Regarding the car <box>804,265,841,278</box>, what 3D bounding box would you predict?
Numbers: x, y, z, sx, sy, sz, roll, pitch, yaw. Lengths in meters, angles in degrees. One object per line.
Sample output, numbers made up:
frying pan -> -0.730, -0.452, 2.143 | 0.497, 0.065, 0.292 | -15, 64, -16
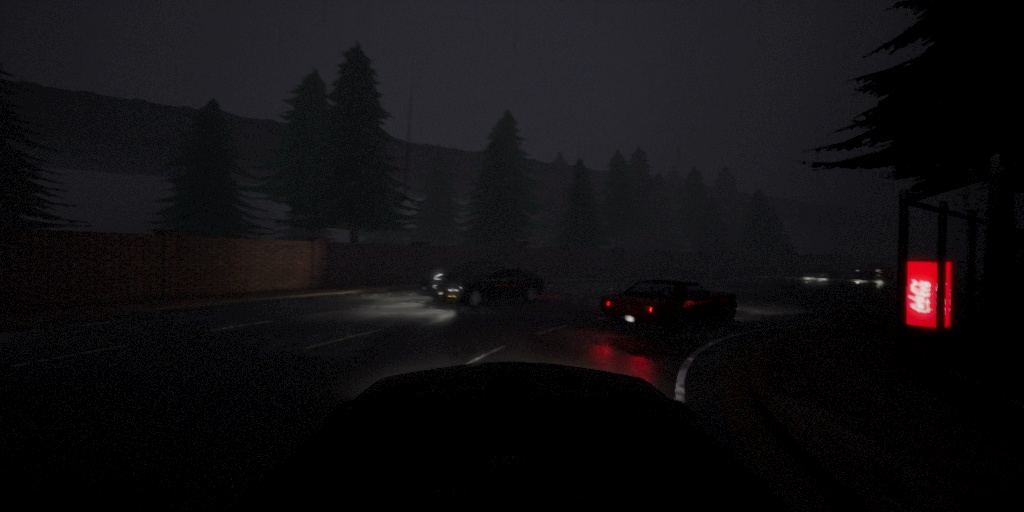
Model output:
car -> 33.973, 1.687, 39.228 | 4.181, 1.385, 1.994 | 1, 0, -29

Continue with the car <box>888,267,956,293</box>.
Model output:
car -> 26.010, 1.580, 22.559 | 4.892, 1.490, 1.837 | 1, 0, -29

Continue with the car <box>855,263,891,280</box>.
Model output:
car -> 38.014, 1.549, 37.463 | 4.553, 1.767, 2.097 | 1, 0, -29

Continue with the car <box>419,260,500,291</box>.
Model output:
car -> -2.351, 0.979, 18.356 | 4.553, 1.767, 2.097 | 1, 1, -36

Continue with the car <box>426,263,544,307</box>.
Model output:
car -> -0.802, 1.175, 14.952 | 4.892, 1.490, 1.837 | 1, 0, -39

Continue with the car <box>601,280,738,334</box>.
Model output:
car -> 4.895, 1.386, 10.792 | 4.718, 1.301, 1.895 | 1, 0, -37

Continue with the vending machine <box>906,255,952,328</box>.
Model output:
vending machine -> 12.028, 1.100, 10.443 | 0.880, 2.100, 1.100 | 0, 0, -29
